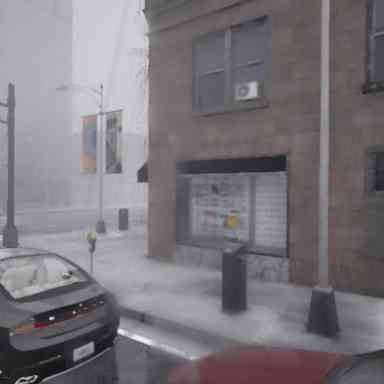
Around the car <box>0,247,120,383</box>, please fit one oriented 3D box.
[{"bbox_3d":[-2.980,1.511,4.946,4.403,1.369,2.008,1,0,35],"label":"car"}]

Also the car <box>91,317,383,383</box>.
[{"bbox_3d":[1.588,1.585,1.719,4.206,1.307,1.802,1,0,35],"label":"car"}]
